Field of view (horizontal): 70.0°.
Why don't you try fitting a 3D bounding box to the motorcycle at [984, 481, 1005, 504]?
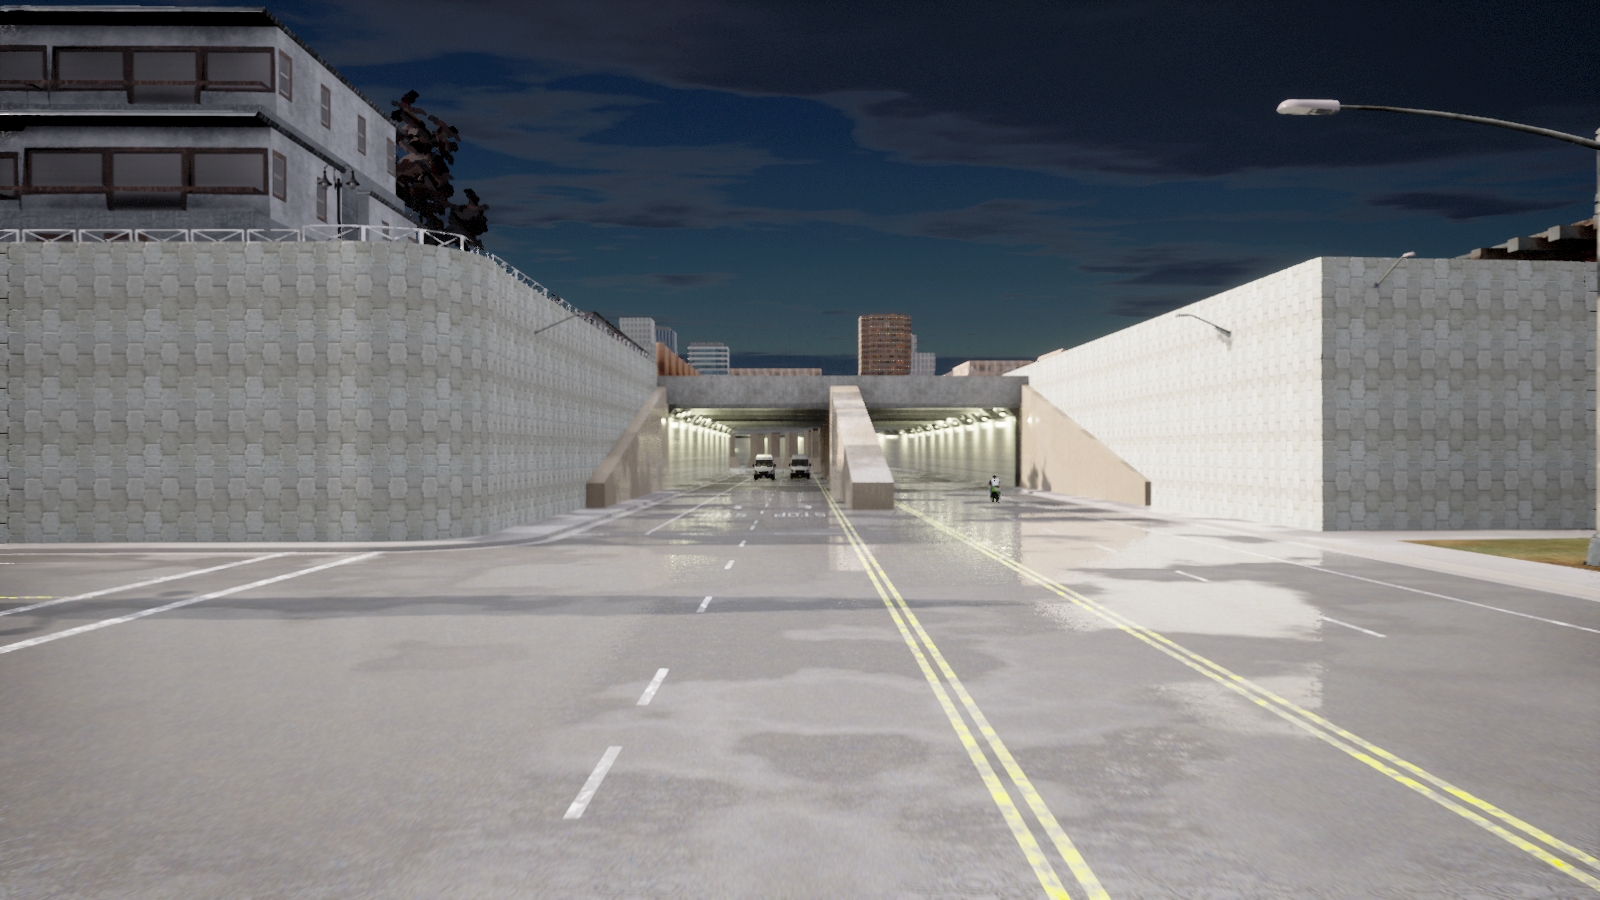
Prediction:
[{"bbox_3d":[10.485,2.278,61.565,0.803,1.145,2.033,0,0,0],"label":"motorcycle"}]
